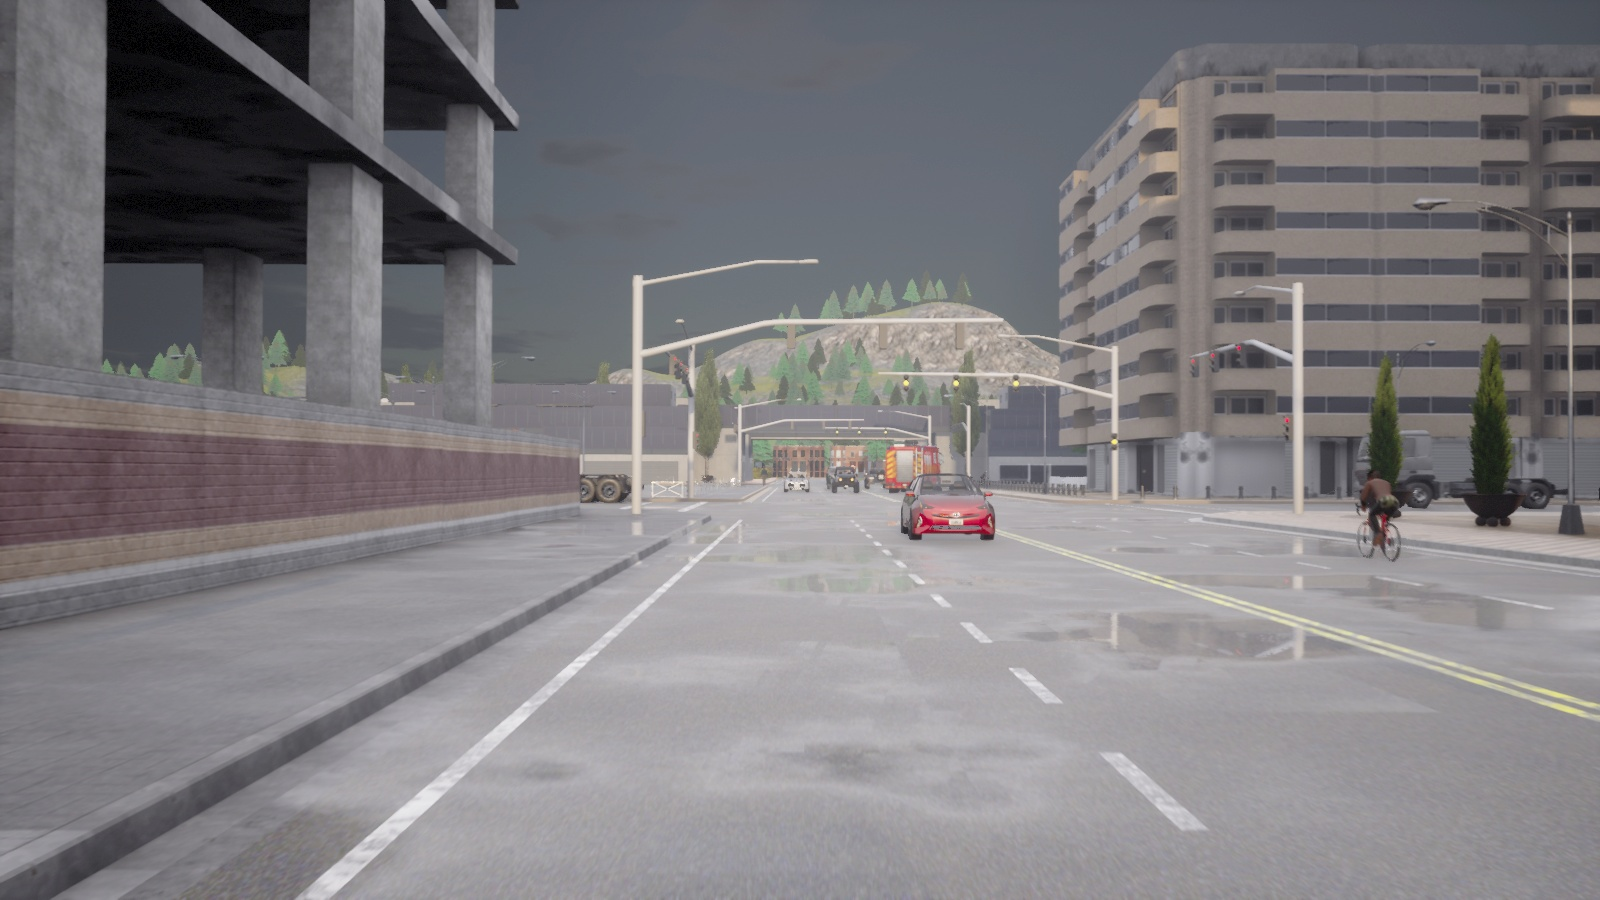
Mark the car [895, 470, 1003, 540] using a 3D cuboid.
[{"bbox_3d":[3.428,1.246,29.748,2.007,1.525,4.514,0,-1,0],"label":"car"}]

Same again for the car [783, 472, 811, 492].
[{"bbox_3d":[-0.223,2.322,92.080,1.970,1.475,3.806,0,-1,0],"label":"car"}]

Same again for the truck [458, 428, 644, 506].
[{"bbox_3d":[-11.314,0.787,57.586,7.936,3.462,2.891,0,-1,0],"label":"truck"}]

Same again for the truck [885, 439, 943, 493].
[{"bbox_3d":[8.576,1.179,93.422,2.891,3.827,8.468,-1,-1,15],"label":"truck"}]

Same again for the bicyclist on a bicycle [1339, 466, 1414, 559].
[{"bbox_3d":[10.444,1.108,22.809,0.582,1.620,1.656,0,-1,0],"label":"bicyclist on a bicycle"}]

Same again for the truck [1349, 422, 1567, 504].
[{"bbox_3d":[28.489,0.578,54.643,7.936,3.462,2.891,0,-1,0],"label":"truck"}]

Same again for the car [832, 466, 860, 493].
[{"bbox_3d":[3.281,2.107,90.152,1.905,1.878,3.866,0,-1,0],"label":"car"}]
